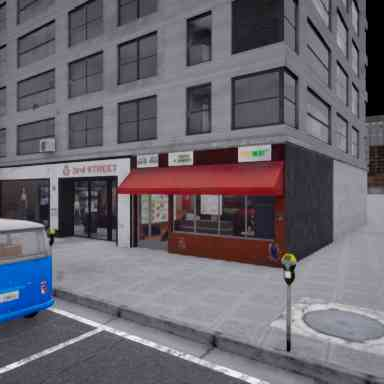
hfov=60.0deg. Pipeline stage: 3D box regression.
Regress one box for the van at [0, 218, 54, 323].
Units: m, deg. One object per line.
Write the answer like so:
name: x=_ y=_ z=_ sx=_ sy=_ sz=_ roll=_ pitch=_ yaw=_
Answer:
van: x=-4.259 y=1.341 z=6.093 sx=3.998 sy=1.788 sz=1.690 roll=0 pitch=0 yaw=35
